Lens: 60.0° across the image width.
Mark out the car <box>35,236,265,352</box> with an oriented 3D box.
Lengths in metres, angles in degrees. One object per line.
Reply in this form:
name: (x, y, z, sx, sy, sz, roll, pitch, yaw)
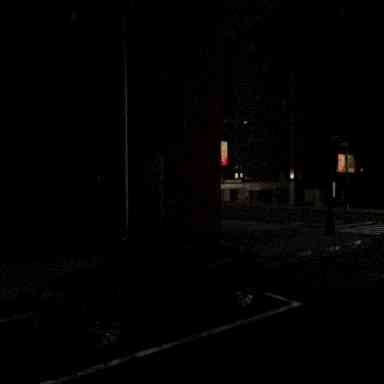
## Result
car: (-0.511, 1.557, 6.172, 4.313, 1.339, 1.947, 0, 0, -36)
